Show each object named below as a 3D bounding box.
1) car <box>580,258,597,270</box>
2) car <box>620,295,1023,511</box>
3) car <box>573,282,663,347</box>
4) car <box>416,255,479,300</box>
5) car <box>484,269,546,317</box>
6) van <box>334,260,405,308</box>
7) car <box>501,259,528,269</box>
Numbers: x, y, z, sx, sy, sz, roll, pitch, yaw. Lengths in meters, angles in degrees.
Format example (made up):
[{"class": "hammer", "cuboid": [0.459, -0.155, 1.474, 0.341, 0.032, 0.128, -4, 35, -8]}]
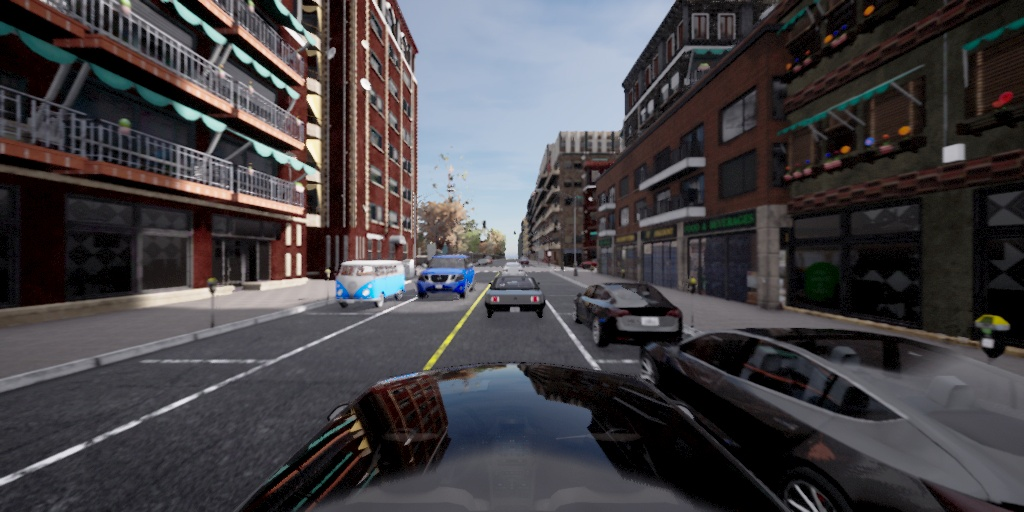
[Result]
[{"class": "car", "cuboid": [13.432, 1.284, 57.446, 5.009, 1.841, 2.192, 0, 0, -1]}, {"class": "car", "cuboid": [2.690, 1.313, 3.412, 1.948, 1.339, 4.313, 0, 0, 0]}, {"class": "car", "cuboid": [2.688, 1.303, 9.074, 1.948, 1.339, 4.313, 0, 0, 0]}, {"class": "car", "cuboid": [-3.106, 0.944, 17.998, 2.150, 2.045, 5.566, 0, 0, 0]}, {"class": "car", "cuboid": [0.095, 1.331, 13.035, 1.895, 1.301, 4.718, 0, 0, 0]}, {"class": "van", "cuboid": [-5.694, 1.069, 14.732, 1.690, 1.789, 3.998, 0, 0, 0]}, {"class": "car", "cuboid": [0.089, 1.233, 29.342, 1.812, 1.442, 4.674, 0, 0, 0]}]
